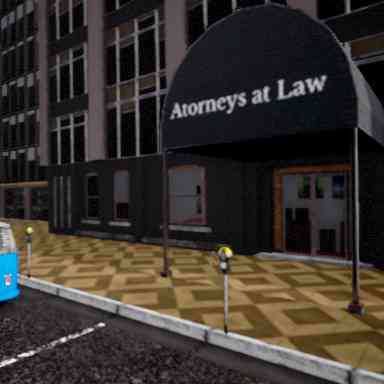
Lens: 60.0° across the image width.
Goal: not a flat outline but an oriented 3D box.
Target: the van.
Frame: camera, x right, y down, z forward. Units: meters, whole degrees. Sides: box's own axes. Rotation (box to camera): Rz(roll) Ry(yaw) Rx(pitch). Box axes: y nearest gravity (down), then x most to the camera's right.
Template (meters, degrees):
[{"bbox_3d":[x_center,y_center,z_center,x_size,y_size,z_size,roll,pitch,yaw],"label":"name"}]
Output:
[{"bbox_3d":[-5.192,1.416,6.822,3.998,1.788,1.690,-1,0,37],"label":"van"}]
